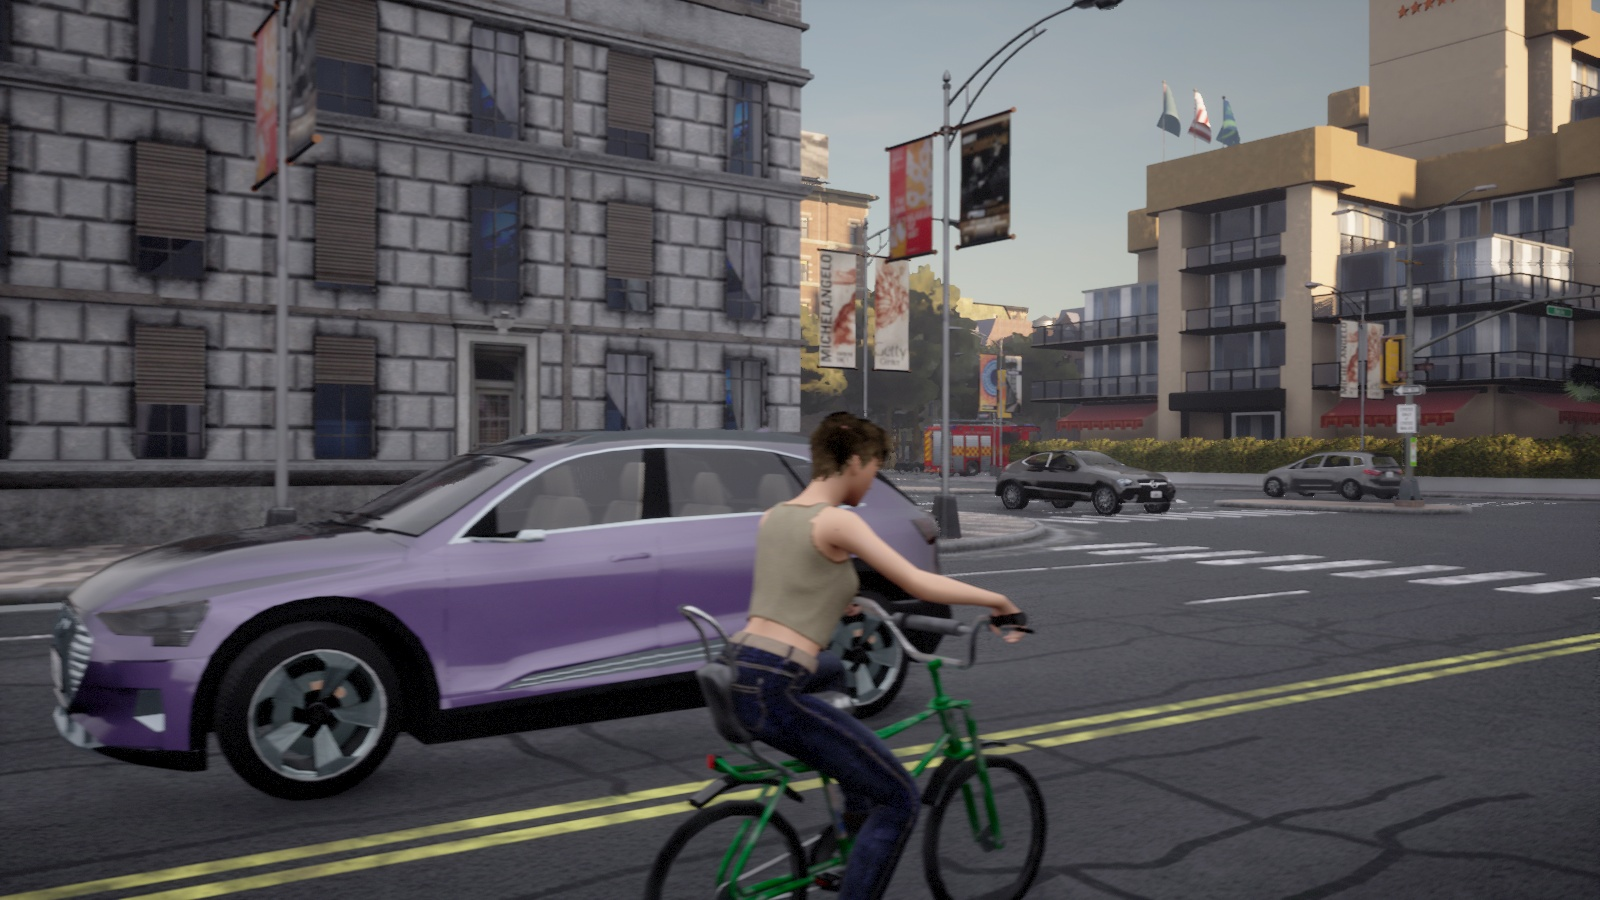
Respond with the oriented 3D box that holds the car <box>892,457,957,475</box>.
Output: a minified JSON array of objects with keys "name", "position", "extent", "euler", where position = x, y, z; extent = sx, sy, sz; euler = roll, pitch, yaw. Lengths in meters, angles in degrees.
[{"name":"car","position":[9.257,1.147,93.501],"extent":[4.718,1.301,1.895],"euler":[0,0,-35]}]

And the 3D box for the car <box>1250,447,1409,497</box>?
[{"name":"car","position":[18.347,0.721,43.718],"extent":[2.242,1.667,4.611],"euler":[0,0,-35]}]

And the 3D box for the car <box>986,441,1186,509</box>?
[{"name":"car","position":[7.435,0.627,33.126],"extent":[2.152,1.651,5.027],"euler":[0,0,-34]}]

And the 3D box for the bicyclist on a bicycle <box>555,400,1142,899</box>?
[{"name":"bicyclist on a bicycle","position":[0.158,0.693,3.701],"extent":[1.509,1.612,0.866],"euler":[0,0,-34]}]

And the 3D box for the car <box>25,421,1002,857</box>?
[{"name":"car","position":[-1.384,0.696,6.961],"extent":[4.856,1.649,2.033],"euler":[-1,0,-34]}]

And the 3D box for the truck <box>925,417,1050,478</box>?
[{"name":"truck","position":[12.440,-0.151,82.917],"extent":[8.468,3.827,2.891],"euler":[0,0,-35]}]
